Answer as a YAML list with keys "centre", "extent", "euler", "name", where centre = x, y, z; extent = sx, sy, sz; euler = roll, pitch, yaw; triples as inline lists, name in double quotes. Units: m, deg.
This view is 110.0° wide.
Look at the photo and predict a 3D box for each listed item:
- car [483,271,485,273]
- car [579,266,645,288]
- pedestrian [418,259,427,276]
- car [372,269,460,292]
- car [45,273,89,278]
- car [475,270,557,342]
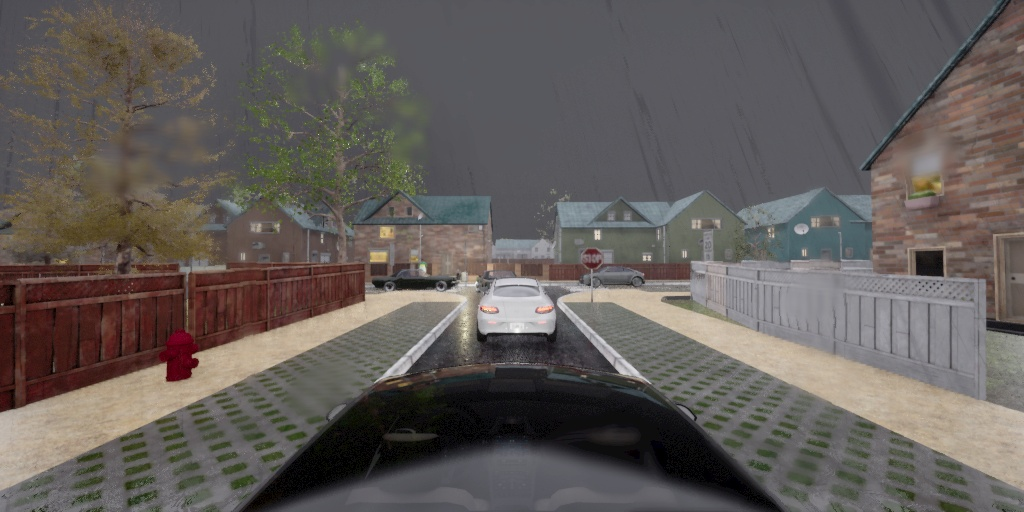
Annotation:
- centre: [-0.750, 1.366, 18.504]
  extent: [1.895, 1.301, 4.718]
  euler: [0, -1, -12]
  name: "car"
- centre: [6.547, 1.344, 23.677]
  extent: [4.181, 1.385, 1.994]
  euler: [0, -1, 1]
  name: "car"
- centre: [-6.691, 1.119, 26.777]
  extent: [0.375, 1.860, 0.375]
  euler: [0, -1, 1]
  name: "pedestrian"
- centre: [-5.475, 1.417, 20.891]
  extent: [4.718, 1.301, 1.895]
  euler: [-1, -1, 1]
  name: "car"
- centre: [-25.600, 1.633, 21.168]
  extent: [4.718, 1.301, 1.895]
  euler: [-1, -1, 1]
  name: "car"
- centre: [0.106, 1.280, 9.685]
  extent: [1.812, 1.442, 4.674]
  euler: [0, 0, 0]
  name: "car"
